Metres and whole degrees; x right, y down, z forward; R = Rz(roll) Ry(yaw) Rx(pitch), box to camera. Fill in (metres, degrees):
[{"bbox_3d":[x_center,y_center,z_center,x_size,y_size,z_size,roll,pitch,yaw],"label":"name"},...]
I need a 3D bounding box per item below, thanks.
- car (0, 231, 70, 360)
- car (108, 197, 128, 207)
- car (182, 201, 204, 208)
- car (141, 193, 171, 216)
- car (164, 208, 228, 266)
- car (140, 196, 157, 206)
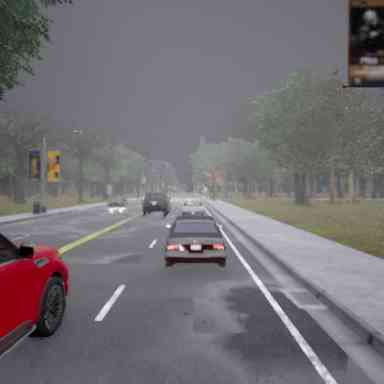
[{"bbox_3d":[-3.174,1.204,3.384,2.150,2.045,5.566,0,1,0],"label":"car"},{"bbox_3d":[-9.846,1.328,44.708,1.994,1.385,4.181,0,0,0],"label":"car"},{"bbox_3d":[0.097,1.444,29.670,1.895,1.301,4.718,0,0,0],"label":"car"},{"bbox_3d":[-3.151,1.061,30.367,2.150,2.045,5.566,0,0,0],"label":"car"},{"bbox_3d":[0.092,1.486,11.236,2.033,1.411,5.357,0,0,0],"label":"car"},{"bbox_3d":[-6.575,1.299,50.703,1.994,1.385,4.181,0,0,0],"label":"car"}]
